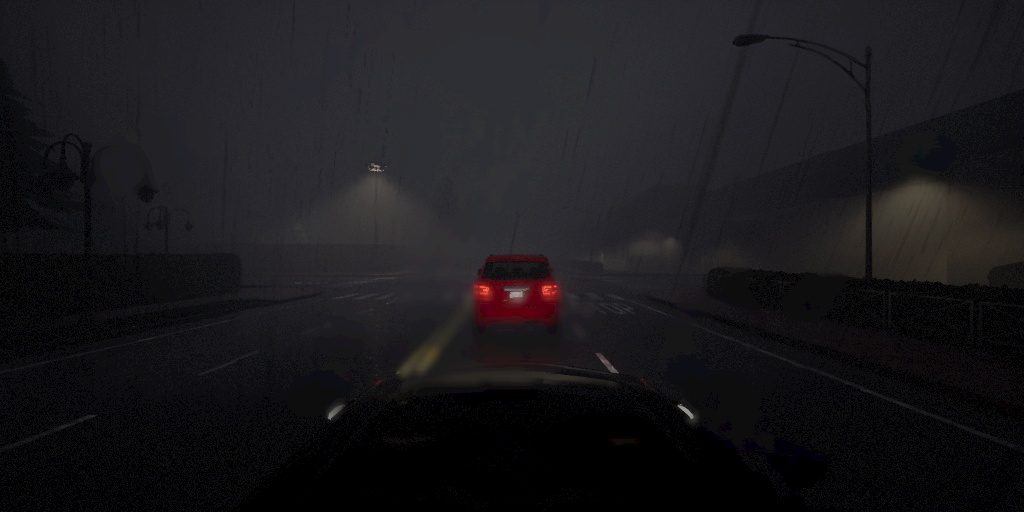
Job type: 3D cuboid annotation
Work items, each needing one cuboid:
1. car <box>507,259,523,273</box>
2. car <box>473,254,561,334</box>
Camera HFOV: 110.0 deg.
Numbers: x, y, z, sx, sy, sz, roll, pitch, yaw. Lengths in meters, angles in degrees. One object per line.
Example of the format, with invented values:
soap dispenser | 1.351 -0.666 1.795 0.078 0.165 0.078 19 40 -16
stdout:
car | 0.360 1.227 45.602 1.882 1.535 5.008 0 0 1
car | 0.122 0.971 10.749 2.150 2.045 5.566 0 0 0
